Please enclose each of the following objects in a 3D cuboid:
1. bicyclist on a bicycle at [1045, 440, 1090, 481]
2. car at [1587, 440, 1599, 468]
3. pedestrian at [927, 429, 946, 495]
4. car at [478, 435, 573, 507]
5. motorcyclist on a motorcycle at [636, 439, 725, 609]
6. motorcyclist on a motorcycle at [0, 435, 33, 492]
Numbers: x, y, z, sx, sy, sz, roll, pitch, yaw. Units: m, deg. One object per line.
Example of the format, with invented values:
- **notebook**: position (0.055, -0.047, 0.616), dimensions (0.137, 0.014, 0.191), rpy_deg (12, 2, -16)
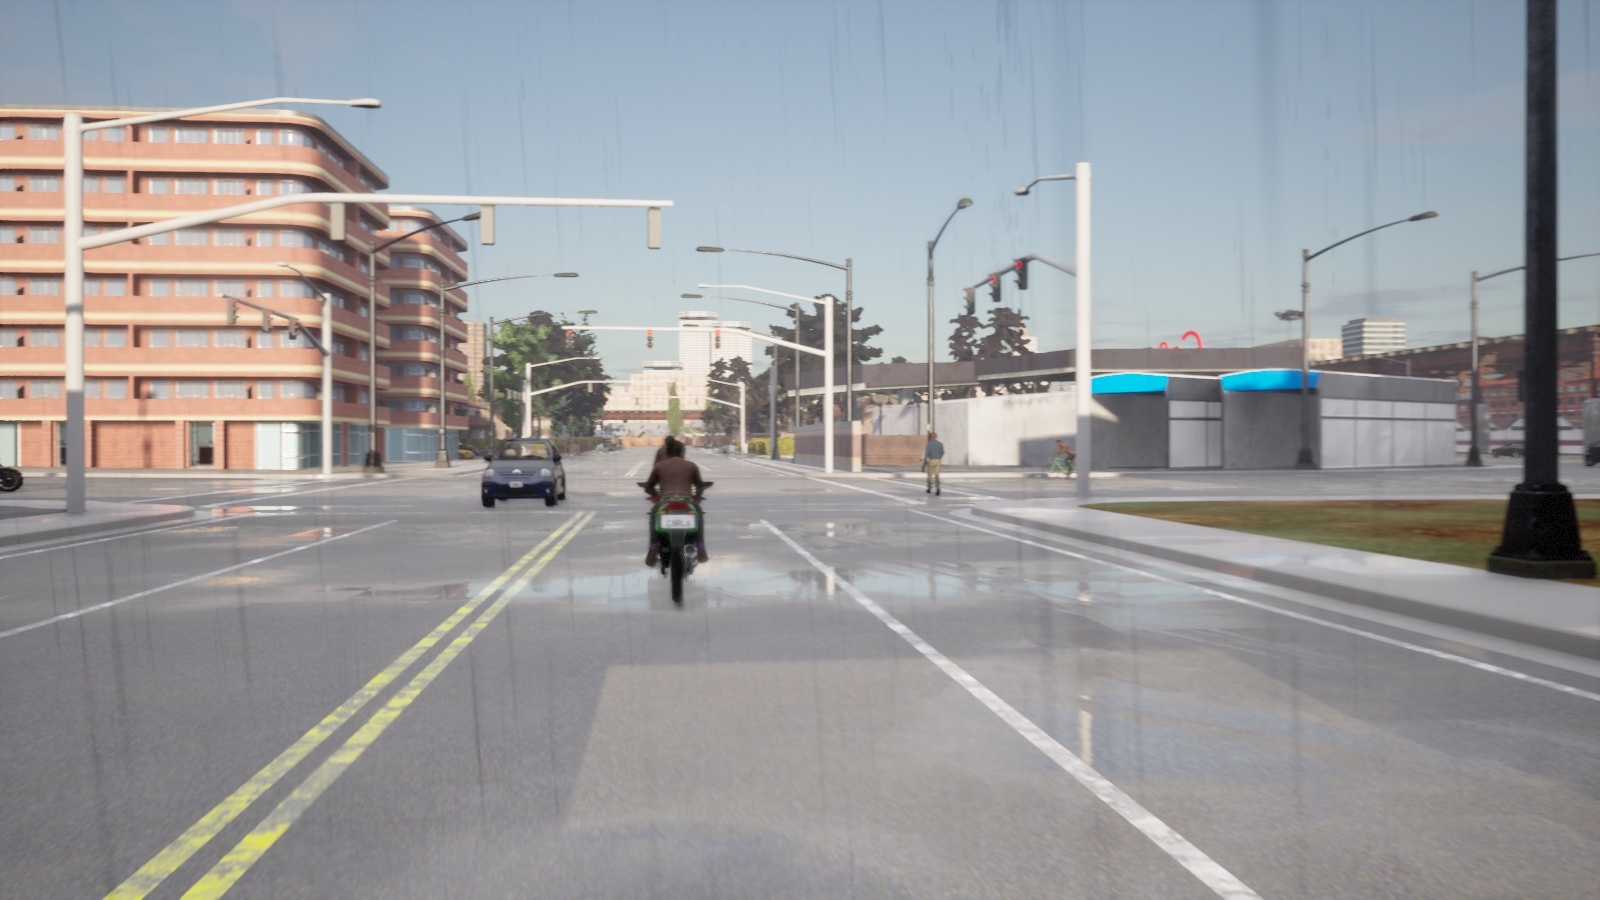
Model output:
- **bicyclist on a bicycle**: position (10.528, 0.413, 49.424), dimensions (1.656, 1.620, 0.582), rpy_deg (0, 0, -5)
- **car**: position (47.150, 0.212, 71.464), dimensions (1.851, 1.617, 3.988), rpy_deg (0, 0, -8)
- **pedestrian**: position (3.835, 0.340, 35.277), dimensions (0.370, 1.835, 0.726), rpy_deg (0, 0, -8)
- **car**: position (-6.642, 0.462, 30.744), dimensions (1.851, 1.617, 3.988), rpy_deg (0, 1, -6)
- **motorcyclist on a motorcycle**: position (-1.181, 0.660, 12.297), dimensions (0.797, 1.523, 2.044), rpy_deg (0, 0, -6)
- **motorcyclist on a motorcycle**: position (-23.771, 0.383, 36.558), dimensions (2.350, 1.649, 0.766), rpy_deg (1, 0, -6)
